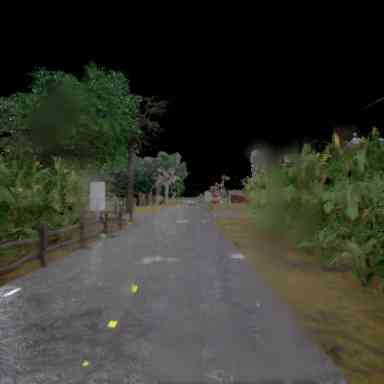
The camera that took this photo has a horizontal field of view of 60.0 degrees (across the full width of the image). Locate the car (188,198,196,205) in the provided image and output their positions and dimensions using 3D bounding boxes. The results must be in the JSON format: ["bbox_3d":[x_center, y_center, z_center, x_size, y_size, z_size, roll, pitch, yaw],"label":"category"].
[{"bbox_3d":[0.016,2.724,94.891,2.097,1.767,4.553,0,-2,0],"label":"car"}]

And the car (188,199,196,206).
[{"bbox_3d":[0.014,2.774,84.494,2.128,1.511,4.902,0,-2,0],"label":"car"}]
